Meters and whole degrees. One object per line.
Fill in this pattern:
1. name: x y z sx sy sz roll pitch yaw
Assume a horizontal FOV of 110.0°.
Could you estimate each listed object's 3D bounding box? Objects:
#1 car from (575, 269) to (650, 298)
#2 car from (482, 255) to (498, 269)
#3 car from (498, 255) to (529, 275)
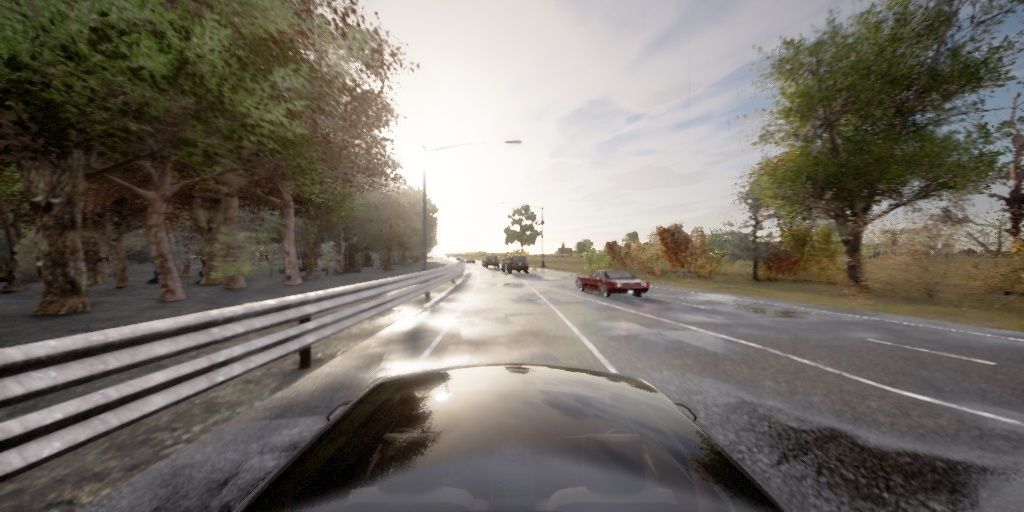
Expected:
1. car: 4.918 1.340 18.375 1.895 1.301 4.718 1 0 -12
2. car: -3.384 0.893 56.857 2.150 2.045 5.566 0 0 -12
3. car: 0.283 0.942 39.817 2.150 2.045 5.566 0 0 -12
